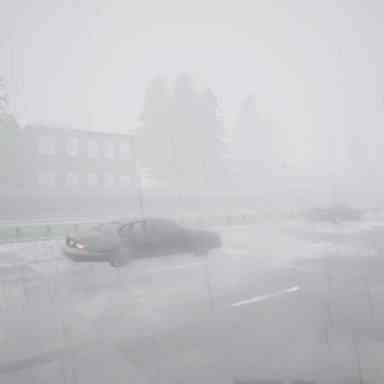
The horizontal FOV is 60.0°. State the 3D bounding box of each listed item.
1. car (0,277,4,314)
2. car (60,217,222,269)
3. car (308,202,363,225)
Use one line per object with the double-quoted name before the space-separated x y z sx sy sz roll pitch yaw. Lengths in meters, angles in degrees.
"car" -5.532 1.221 4.101 5.566 2.045 2.150 0 0 -35
"car" -1.515 1.551 11.261 5.357 1.411 2.033 0 0 -35
"car" 10.477 1.489 24.106 5.008 1.535 1.882 0 0 -35
